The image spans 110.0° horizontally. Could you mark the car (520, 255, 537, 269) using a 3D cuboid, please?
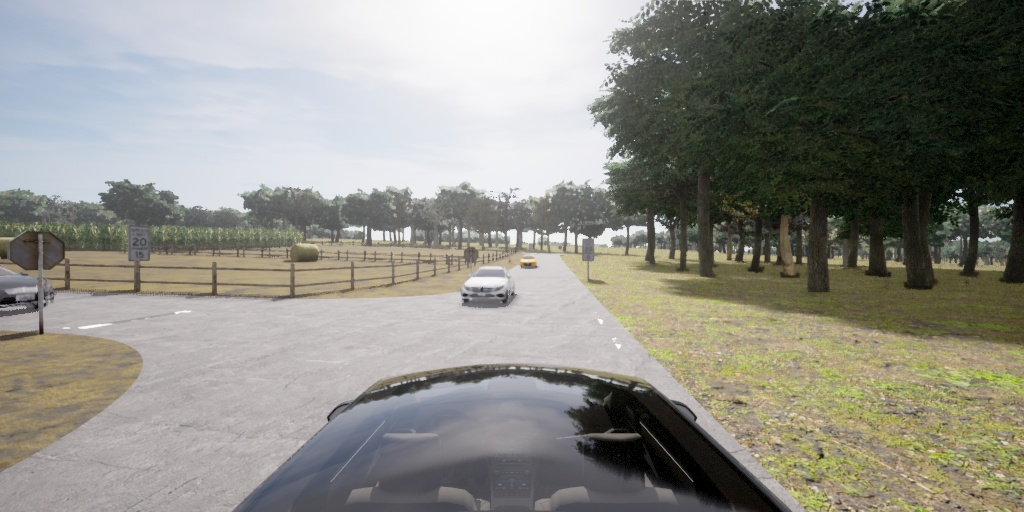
[{"bbox_3d":[1.998,0.644,42.485,1.882,1.535,5.008,0,1,6],"label":"car"}]

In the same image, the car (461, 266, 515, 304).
[{"bbox_3d":[-0.904,1.184,15.961,1.812,1.442,4.674,0,0,6],"label":"car"}]

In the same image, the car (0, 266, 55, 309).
[{"bbox_3d":[-16.668,0.908,10.768,4.902,1.511,2.128,1,1,6],"label":"car"}]
